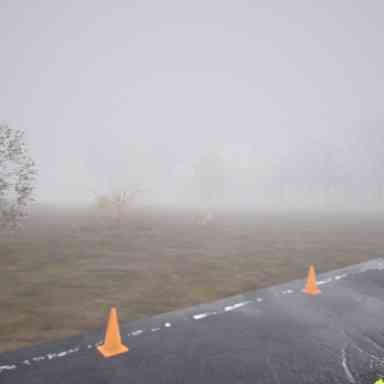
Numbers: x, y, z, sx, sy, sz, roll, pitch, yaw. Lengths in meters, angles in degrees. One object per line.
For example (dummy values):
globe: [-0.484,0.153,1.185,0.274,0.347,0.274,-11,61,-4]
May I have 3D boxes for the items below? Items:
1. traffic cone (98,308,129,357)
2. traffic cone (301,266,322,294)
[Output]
traffic cone: [-1.133,1.973,4.786,0.340,0.580,0.340,1,0,-36]
traffic cone: [2.798,2.026,7.761,0.340,0.580,0.340,1,0,-38]
